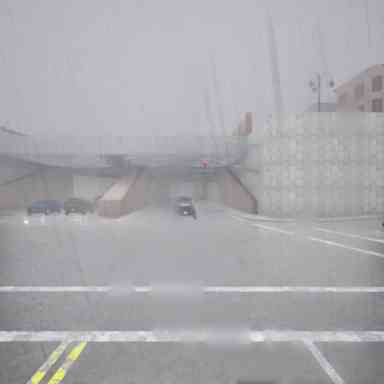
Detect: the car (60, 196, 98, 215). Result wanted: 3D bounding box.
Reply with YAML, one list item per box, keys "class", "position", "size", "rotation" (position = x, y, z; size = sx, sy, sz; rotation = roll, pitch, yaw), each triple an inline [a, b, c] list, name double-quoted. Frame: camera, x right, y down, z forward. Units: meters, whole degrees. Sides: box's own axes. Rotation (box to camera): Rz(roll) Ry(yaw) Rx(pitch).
- class: "car"
  position: [-11.327, 1.493, 33.745]
  size: [1.837, 1.490, 4.892]
  rotation: [0, 0, -1]

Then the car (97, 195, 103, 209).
- class: "car"
  position: [-11.560, 1.338, 42.876]
  size: [2.097, 1.767, 4.553]
  rotation: [0, 0, -1]

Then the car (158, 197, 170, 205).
- class: "car"
  position: [-4.708, 1.528, 56.280]
  size: [2.033, 1.411, 5.357]
  rotation: [0, 0, -1]

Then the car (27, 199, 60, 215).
- class: "car"
  position: [-14.825, 1.466, 33.630]
  size: [1.882, 1.535, 5.008]
  rotation: [0, 0, -1]

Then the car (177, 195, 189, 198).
- class: "car"
  position: [-1.224, 1.506, 60.923]
  size: [1.812, 1.442, 4.674]
  rotation: [0, 0, 1]

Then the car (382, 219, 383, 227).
- class: "car"
  position: [13.006, 1.228, 17.419]
  size: [5.357, 1.411, 2.033]
  rotation: [-5, 0, 0]

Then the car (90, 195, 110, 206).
- class: "car"
  position: [-15.324, 1.333, 55.693]
  size: [2.097, 1.767, 4.553]
  rotation: [0, 0, -1]

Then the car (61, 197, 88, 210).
- class: "car"
  position: [-15.065, 1.490, 42.976]
  size: [1.837, 1.490, 4.892]
  rotation: [0, 0, -1]

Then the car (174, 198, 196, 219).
- class: "car"
  position: [-0.614, 1.516, 29.229]
  size: [1.812, 1.442, 4.674]
  rotation: [0, 0, -2]
